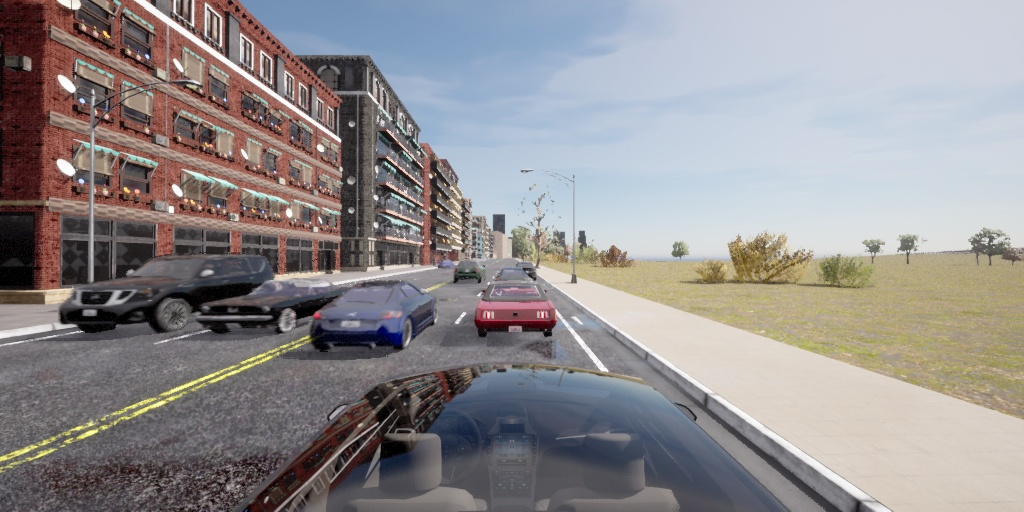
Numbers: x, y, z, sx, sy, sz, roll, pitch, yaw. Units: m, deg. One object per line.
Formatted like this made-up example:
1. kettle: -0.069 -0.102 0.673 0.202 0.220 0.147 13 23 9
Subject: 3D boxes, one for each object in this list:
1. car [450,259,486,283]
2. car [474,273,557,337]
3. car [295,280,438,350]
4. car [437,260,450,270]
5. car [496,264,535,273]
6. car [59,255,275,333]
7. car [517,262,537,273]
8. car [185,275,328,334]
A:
1. car: -3.231 1.105 28.243 2.097 1.767 4.553 0 0 1
2. car: 0.074 1.352 10.258 1.895 1.301 4.718 0 0 0
3. car: -3.175 1.314 9.049 1.994 1.385 4.181 0 0 0
4. car: -10.007 1.278 54.345 1.812 1.442 4.674 0 0 0
5. car: 0.033 1.317 20.288 1.994 1.385 4.181 0 0 0
6. car: -9.880 0.973 11.143 2.150 2.045 5.566 0 0 0
7. car: 1.048 1.259 30.282 1.837 1.490 4.892 0 0 0
8. car: -6.629 1.352 10.720 1.895 1.301 4.718 0 0 0
